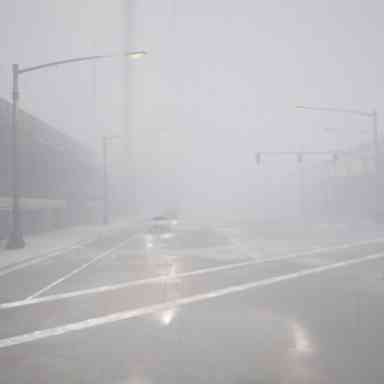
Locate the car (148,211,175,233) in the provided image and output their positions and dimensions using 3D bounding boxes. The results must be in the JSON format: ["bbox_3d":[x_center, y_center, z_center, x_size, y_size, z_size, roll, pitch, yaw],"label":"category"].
[{"bbox_3d":[-2.708,2.737,29.138,1.812,1.442,4.674,-2,-1,-1],"label":"car"}]

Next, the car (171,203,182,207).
[{"bbox_3d":[-3.012,3.169,62.523,2.150,2.045,5.566,-1,-2,0],"label":"car"}]

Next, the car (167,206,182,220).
[{"bbox_3d":[-2.891,3.131,46.514,1.994,1.385,4.181,-1,-1,-1],"label":"car"}]
